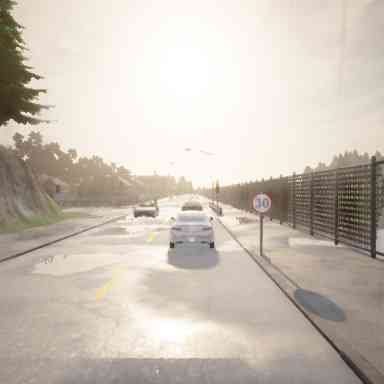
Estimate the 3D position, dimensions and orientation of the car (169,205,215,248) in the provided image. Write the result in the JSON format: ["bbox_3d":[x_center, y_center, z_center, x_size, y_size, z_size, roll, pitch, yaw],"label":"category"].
[{"bbox_3d":[0.000,1.532,14.650,1.812,1.442,4.674,0,0,0],"label":"car"}]

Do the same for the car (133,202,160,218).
[{"bbox_3d":[-4.000,1.601,30.010,2.033,1.411,5.357,0,0,0],"label":"car"}]

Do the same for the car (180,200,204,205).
[{"bbox_3d":[0.000,1.484,29.650,1.882,1.535,5.008,0,0,0],"label":"car"}]
